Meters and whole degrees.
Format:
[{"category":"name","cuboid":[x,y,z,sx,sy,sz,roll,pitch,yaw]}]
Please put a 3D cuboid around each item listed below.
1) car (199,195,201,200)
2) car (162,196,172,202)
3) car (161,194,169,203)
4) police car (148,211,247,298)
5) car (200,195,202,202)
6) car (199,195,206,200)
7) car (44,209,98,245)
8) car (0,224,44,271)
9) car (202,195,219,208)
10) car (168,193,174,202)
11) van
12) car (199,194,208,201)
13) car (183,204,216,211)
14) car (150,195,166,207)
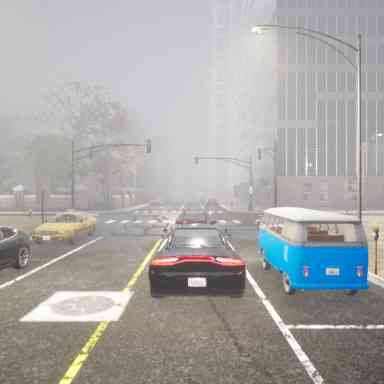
[{"category":"car","cuboid":[2.793,1.521,74.955,1.947,1.339,4.313,0,0,0]},{"category":"car","cuboid":[-5.588,1.537,74.971,1.802,1.307,4.206,0,0,0]},{"category":"car","cuboid":[-5.612,1.520,57.923,2.008,1.369,4.403,0,0,0]},{"category":"police car","cuboid":[0.108,1.501,8.611,2.038,1.542,4.974,0,0,0]},{"category":"car","cuboid":[2.762,1.538,52.231,1.947,1.339,4.313,0,0,0]},{"category":"car","cuboid":[2.817,1.452,92.172,1.752,1.417,4.829,0,0,0]},{"category":"car","cuboid":[-5.797,1.518,15.669,1.752,1.417,4.829,0,0,0]},{"category":"car","cuboid":[-5.759,1.562,8.435,1.947,1.339,4.313,0,0,0]},{"category":"car","cuboid":[2.755,1.416,46.550,1.967,1.590,4.097,0,0,0]},{"category":"car","cuboid":[-5.595,1.277,69.289,2.192,1.841,5.009,0,0,0]},{"category":"van","cuboid":[2.785,1.337,8.425,1.690,1.788,3.998,0,0,0]},{"category":"car","cuboid":[2.801,1.388,80.637,1.967,1.590,4.097,0,0,0]},{"category":"car","cuboid":[0.123,1.555,17.573,1.994,1.385,4.181,0,0,0]},{"category":"car","cuboid":[-5.619,1.517,52.240,1.887,1.381,4.507,0,0,0]}]
